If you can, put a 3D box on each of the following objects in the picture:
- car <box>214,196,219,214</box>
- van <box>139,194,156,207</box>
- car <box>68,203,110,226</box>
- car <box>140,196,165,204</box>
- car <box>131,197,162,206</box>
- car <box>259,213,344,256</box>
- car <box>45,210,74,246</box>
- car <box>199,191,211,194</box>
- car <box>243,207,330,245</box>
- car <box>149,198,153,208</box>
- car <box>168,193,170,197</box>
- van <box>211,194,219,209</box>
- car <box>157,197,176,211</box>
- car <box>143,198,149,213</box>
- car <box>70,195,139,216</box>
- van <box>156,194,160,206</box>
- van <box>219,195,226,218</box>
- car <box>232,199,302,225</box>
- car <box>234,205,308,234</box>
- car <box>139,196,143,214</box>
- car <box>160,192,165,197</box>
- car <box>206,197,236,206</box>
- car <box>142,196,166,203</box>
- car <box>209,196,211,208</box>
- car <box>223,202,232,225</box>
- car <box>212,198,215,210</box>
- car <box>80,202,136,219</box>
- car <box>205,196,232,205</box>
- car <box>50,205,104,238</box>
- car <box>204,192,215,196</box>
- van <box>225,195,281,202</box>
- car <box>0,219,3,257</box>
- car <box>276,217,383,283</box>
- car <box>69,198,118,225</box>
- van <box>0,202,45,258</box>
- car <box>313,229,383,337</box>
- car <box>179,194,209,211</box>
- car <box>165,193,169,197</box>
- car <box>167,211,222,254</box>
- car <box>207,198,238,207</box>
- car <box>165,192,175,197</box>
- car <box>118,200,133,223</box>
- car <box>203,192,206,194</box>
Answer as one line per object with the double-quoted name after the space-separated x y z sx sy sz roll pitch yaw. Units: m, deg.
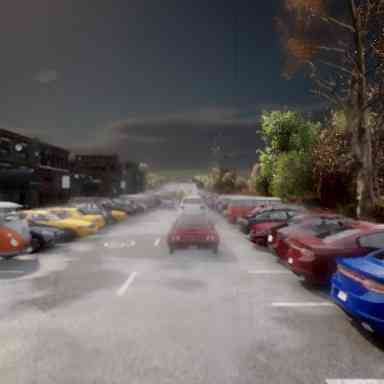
4.867 1.571 33.734 4.553 1.767 2.185 0 0 0 "car"
-7.559 1.510 44.991 4.442 1.987 1.878 0 0 0 "van"
-7.855 1.603 19.420 5.366 1.575 1.946 0 0 0 "car"
-7.677 1.558 64.652 4.674 1.452 2.002 0 1 0 "car"
-7.673 1.613 56.175 5.008 1.535 2.097 0 1 0 "car"
4.930 1.582 11.021 4.792 1.488 2.163 0 0 0 "car"
-7.671 1.610 13.769 4.674 1.452 2.002 0 0 0 "car"
5.110 1.218 93.527 4.553 1.767 2.185 0 1 0 "car"
4.905 1.571 13.969 5.008 1.535 2.097 0 0 0 "car"
-7.672 1.784 42.034 4.674 1.452 2.002 0 0 0 "car"
-7.652 1.484 70.304 4.792 1.488 2.163 0 1 0 "car"
4.780 1.506 39.259 4.442 1.987 1.878 0 0 0 "van"
-3.353 1.772 45.947 1.812 1.442 4.674 0 1 0 "car"
-7.679 1.713 36.374 5.008 1.535 2.097 0 0 0 "car"
-7.643 1.408 27.899 5.566 2.045 2.435 0 0 0 "car"
-7.560 1.451 50.521 4.442 1.987 1.878 0 1 0 "van"
5.015 1.452 30.788 4.442 1.987 1.878 0 0 0 "van"
4.929 1.481 19.616 4.553 1.767 2.185 0 0 0 "car"
4.894 1.589 16.792 5.008 1.535 2.097 0 0 0 "car"
-7.641 1.570 33.549 4.553 1.767 2.185 0 0 0 "car"
-7.706 1.394 53.346 5.566 2.045 2.435 0 1 0 "car"
4.906 1.614 56.219 4.892 1.521 2.231 0 1 0 "car"
-7.678 1.526 67.477 4.674 1.452 2.002 0 1 0 "car"
4.894 1.735 45.038 5.008 1.535 2.097 0 1 0 "car"
4.903 1.624 22.439 5.008 1.535 2.097 0 0 0 "car"
4.930 1.743 36.431 4.792 1.488 2.163 0 0 0 "car"
-7.669 1.717 30.722 4.674 1.452 2.002 0 0 0 "car"
4.895 1.547 61.990 5.008 1.535 2.097 0 1 0 "car"
-7.483 1.585 16.594 5.366 1.575 1.946 0 0 0 "car"
4.872 1.455 47.870 5.566 2.045 2.435 0 1 0 "car"
5.013 1.416 25.138 4.442 1.987 1.878 0 0 0 "van"
-7.696 1.563 8.117 4.792 1.488 2.163 0 0 0 "car"
4.897 1.534 8.197 5.008 1.535 2.097 0 0 0 "car"
-7.639 1.498 22.246 4.553 1.767 2.185 0 0 0 "car"
-7.551 1.326 10.945 4.442 1.987 1.878 0 0 0 "van"
4.897 1.516 5.373 5.008 1.535 2.097 0 0 0 "car"
0.058 1.412 29.279 2.150 2.045 5.566 0 0 0 "car"
-7.494 1.546 61.826 5.366 1.575 1.946 0 1 0 "car"
0.058 1.692 13.980 1.895 1.301 4.718 0 0 0 "car"
4.870 1.673 53.521 4.792 1.488 2.163 0 1 0 "car"
-7.924 1.382 93.638 4.674 1.452 2.002 1 1 0 "car"
-7.485 1.638 25.072 5.366 1.575 1.946 0 0 0 "car"
4.868 1.391 64.688 4.553 1.767 2.185 0 1 0 "car"
